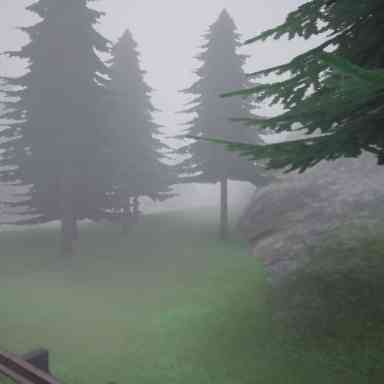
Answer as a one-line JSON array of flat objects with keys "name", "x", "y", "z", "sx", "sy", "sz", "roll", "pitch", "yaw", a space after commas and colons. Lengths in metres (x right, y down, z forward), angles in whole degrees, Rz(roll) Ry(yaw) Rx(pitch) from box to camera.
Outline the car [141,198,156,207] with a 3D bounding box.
[{"name": "car", "x": -7.107, "y": 1.738, "z": 55.832, "sx": 1.837, "sy": 1.490, "sz": 4.892, "roll": 0, "pitch": 0, "yaw": -13}]

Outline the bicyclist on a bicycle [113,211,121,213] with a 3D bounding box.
[{"name": "bicyclist on a bicycle", "x": -6.640, "y": 1.531, "z": 28.055, "sx": 1.656, "sy": 1.620, "sz": 0.582, "roll": -3, "pitch": 1, "yaw": 23}]
